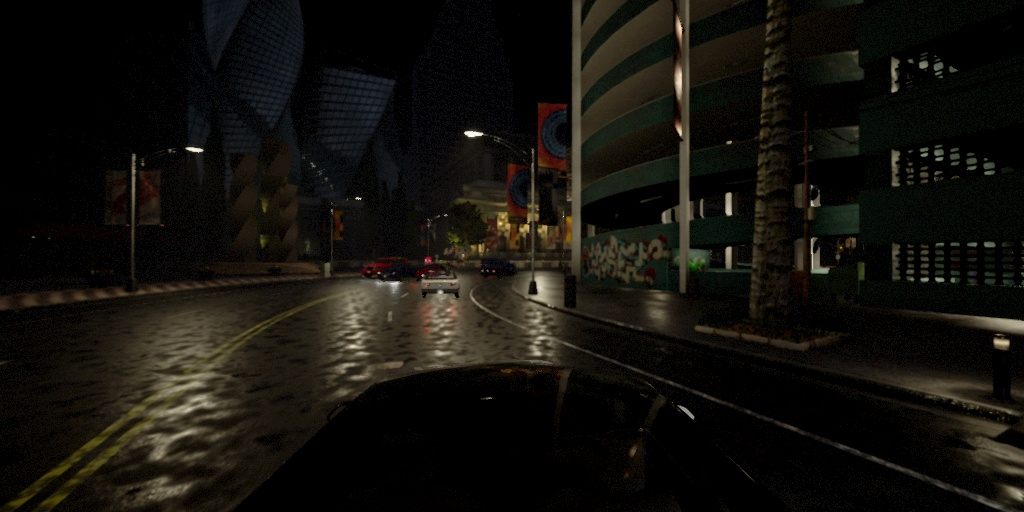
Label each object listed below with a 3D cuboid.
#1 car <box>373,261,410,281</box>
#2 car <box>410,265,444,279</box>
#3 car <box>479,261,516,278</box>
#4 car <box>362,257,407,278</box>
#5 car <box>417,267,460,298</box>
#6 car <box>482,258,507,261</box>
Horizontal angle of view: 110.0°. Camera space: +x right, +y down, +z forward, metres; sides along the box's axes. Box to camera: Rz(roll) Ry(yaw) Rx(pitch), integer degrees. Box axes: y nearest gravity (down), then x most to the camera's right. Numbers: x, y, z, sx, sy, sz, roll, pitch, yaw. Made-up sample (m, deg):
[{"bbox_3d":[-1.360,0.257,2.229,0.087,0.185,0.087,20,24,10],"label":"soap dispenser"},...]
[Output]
[{"bbox_3d":[-10.118,1.450,32.318,1.812,1.442,4.674,0,0,14],"label":"car"},{"bbox_3d":[-6.640,1.450,30.883,1.812,1.442,4.674,0,-1,11],"label":"car"},{"bbox_3d":[-1.320,1.522,36.847,2.033,1.411,5.357,0,0,24],"label":"car"},{"bbox_3d":[-12.677,1.166,36.436,2.150,2.045,5.566,0,0,18],"label":"car"},{"bbox_3d":[-3.778,1.457,19.541,1.895,1.301,4.718,0,0,-8],"label":"car"},{"bbox_3d":[-1.737,1.237,43.217,2.150,2.045,5.566,0,0,28],"label":"car"}]
